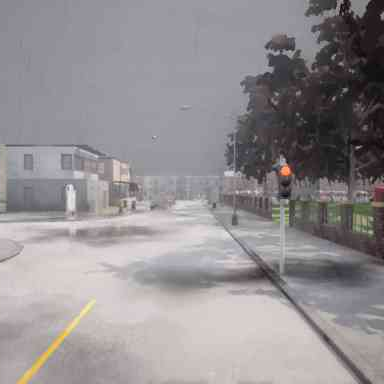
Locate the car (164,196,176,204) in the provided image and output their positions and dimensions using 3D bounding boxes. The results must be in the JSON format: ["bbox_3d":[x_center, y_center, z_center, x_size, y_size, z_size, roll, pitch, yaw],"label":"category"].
[{"bbox_3d":[-4.053,1.526,62.283,1.812,1.442,4.674,0,0,1],"label":"car"}]

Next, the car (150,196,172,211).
[{"bbox_3d":[-4.092,1.547,41.965,2.033,1.411,5.357,0,0,0],"label":"car"}]

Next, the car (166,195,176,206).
[{"bbox_3d":[-4.083,1.352,52.067,2.097,1.767,4.553,0,0,0],"label":"car"}]
